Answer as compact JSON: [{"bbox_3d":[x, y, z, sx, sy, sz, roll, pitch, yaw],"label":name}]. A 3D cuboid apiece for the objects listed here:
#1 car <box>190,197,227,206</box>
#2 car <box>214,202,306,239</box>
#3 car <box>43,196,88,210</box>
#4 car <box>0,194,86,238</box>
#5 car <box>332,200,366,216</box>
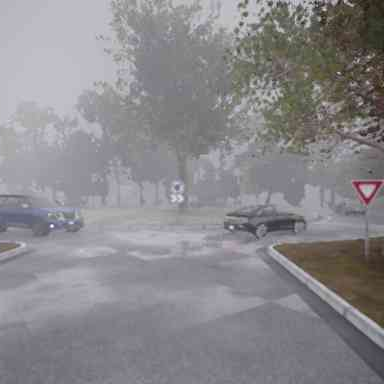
[{"bbox_3d":[2.409,1.365,47.916,5.357,1.411,2.033,0,0,13],"label":"car"},{"bbox_3d":[3.808,1.416,16.892,4.902,1.511,2.128,0,0,-36],"label":"car"},{"bbox_3d":[-15.263,1.298,40.343,1.882,1.535,5.008,-1,0,33],"label":"car"},{"bbox_3d":[-8.280,1.143,17.539,5.566,2.045,2.150,0,1,29],"label":"car"},{"bbox_3d":[14.588,1.427,30.882,1.994,1.385,4.181,0,0,6],"label":"car"}]
